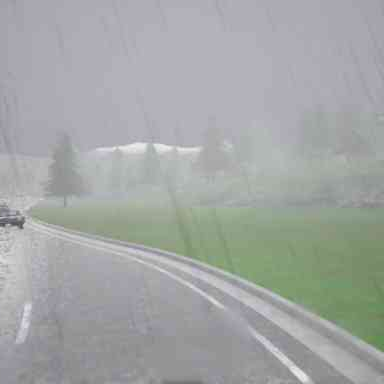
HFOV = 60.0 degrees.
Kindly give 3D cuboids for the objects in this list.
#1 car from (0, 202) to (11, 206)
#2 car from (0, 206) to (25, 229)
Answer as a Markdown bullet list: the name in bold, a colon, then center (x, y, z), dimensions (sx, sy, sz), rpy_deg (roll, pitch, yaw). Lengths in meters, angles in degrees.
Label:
- **car**: center (-22.903, 1.999, 39.831), dimensions (2.128, 1.511, 4.902), rpy_deg (-1, 0, -28)
- **car**: center (-13.135, 1.892, 23.466), dimensions (1.895, 1.301, 4.718), rpy_deg (-1, 0, -35)
